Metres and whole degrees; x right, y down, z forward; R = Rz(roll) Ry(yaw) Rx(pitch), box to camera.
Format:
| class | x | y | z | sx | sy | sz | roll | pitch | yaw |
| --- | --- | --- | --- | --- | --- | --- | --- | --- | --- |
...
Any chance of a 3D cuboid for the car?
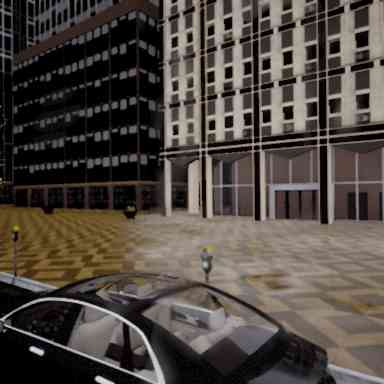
| class | x | y | z | sx | sy | sz | roll | pitch | yaw |
| --- | --- | --- | --- | --- | --- | --- | --- | --- | --- |
| car | -0.857 | 1.559 | 3.491 | 4.403 | 1.369 | 2.008 | 0 | -1 | 35 |
